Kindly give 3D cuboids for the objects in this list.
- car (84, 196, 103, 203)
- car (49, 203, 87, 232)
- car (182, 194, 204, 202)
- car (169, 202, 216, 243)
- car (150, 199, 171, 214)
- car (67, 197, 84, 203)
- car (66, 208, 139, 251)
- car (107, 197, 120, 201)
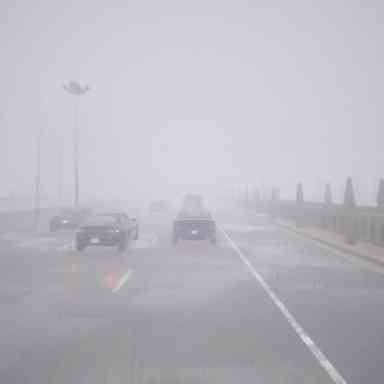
[{"bbox_3d":[-17.518,1.579,60.510,1.837,1.490,4.892,0,0,1],"label":"car"},{"bbox_3d":[-6.898,1.567,20.031,1.994,1.385,4.181,0,0,0],"label":"car"},{"bbox_3d":[0.103,1.238,35.295,2.150,2.045,5.566,0,0,0],"label":"car"},{"bbox_3d":[0.101,1.480,16.027,1.882,1.535,5.008,0,0,0],"label":"car"},{"bbox_3d":[-3.397,1.509,35.870,2.128,1.511,4.902,0,0,0],"label":"car"},{"bbox_3d":[-21.017,1.638,60.391,1.994,1.385,4.181,0,0,1],"label":"car"},{"bbox_3d":[-3.412,1.527,13.976,1.812,1.442,4.674,0,0,0],"label":"car"},{"bbox_3d":[-14.027,1.639,60.075,1.994,1.385,4.181,0,0,1],"label":"car"}]
